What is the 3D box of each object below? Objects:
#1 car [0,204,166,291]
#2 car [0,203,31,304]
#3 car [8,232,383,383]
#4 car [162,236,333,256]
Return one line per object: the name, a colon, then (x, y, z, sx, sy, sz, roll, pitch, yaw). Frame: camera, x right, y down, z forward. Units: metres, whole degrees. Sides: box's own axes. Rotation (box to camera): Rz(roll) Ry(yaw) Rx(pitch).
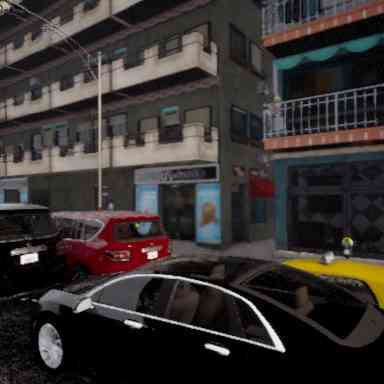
car: (-2.730, 1.361, 8.124, 5.009, 1.841, 2.192, 0, -1, 36)
car: (-5.109, 1.252, 7.141, 5.566, 2.045, 2.150, 0, 0, 31)
car: (-0.048, 1.533, 4.000, 4.892, 1.490, 1.837, 0, 0, 36)
car: (1.705, 1.564, 4.887, 4.829, 1.417, 1.752, 0, -1, 36)
